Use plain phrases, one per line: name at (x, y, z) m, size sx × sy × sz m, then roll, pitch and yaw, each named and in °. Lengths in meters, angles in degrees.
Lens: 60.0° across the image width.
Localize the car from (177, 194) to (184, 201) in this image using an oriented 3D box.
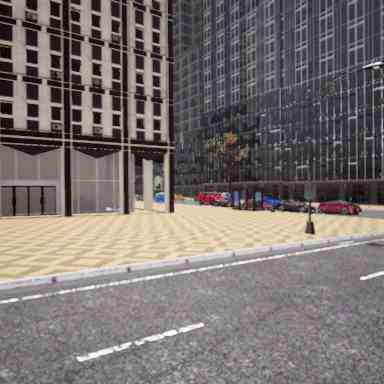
car at (-3.566, 1.077, 67.137) m, size 1.882 × 1.535 × 5.008 m, roll -1°, pitch 1°, yaw -34°

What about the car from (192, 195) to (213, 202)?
car at (2.023, 1.208, 63.548) m, size 1.802 × 1.307 × 4.206 m, roll 0°, pitch 1°, yaw -34°

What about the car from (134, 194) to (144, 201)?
car at (-11.302, 1.169, 68.227) m, size 2.008 × 1.369 × 4.403 m, roll 0°, pitch 1°, yaw -34°

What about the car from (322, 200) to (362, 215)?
car at (15.072, 1.545, 34.087) m, size 1.994 × 1.385 × 4.181 m, roll -1°, pitch 1°, yaw -34°

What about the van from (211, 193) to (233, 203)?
van at (5.223, 1.019, 58.848) m, size 1.690 × 1.788 × 3.998 m, roll 0°, pitch 1°, yaw -34°

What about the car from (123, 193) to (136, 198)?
car at (-17.172, 0.856, 91.734) m, size 2.008 × 1.369 × 4.403 m, roll 0°, pitch 1°, yaw -34°

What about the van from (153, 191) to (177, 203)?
van at (-4.903, 1.066, 58.830) m, size 1.690 × 1.788 × 3.998 m, roll 0°, pitch 1°, yaw -34°

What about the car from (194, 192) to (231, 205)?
car at (3.195, 1.012, 51.543) m, size 2.150 × 2.045 × 5.566 m, roll -1°, pitch 1°, yaw -34°

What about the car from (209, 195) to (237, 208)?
car at (4.649, 1.446, 44.711) m, size 1.947 × 1.339 × 4.313 m, roll 0°, pitch 1°, yaw -34°

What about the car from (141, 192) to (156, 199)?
car at (-10.774, 0.853, 82.337) m, size 1.967 × 1.590 × 4.097 m, roll 0°, pitch 1°, yaw -34°

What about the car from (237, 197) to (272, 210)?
car at (7.800, 1.514, 39.981) m, size 1.802 × 1.307 × 4.206 m, roll 0°, pitch 1°, yaw -34°

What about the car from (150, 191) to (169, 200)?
car at (-7.574, 0.781, 77.639) m, size 2.192 × 1.841 × 5.009 m, roll 0°, pitch 1°, yaw -34°

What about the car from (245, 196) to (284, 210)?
car at (9.182, 1.365, 42.740) m, size 1.882 × 1.535 × 5.008 m, roll -1°, pitch 1°, yaw -34°

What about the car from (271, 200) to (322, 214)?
car at (10.985, 1.550, 35.271) m, size 1.947 × 1.339 × 4.313 m, roll 0°, pitch 1°, yaw -34°
